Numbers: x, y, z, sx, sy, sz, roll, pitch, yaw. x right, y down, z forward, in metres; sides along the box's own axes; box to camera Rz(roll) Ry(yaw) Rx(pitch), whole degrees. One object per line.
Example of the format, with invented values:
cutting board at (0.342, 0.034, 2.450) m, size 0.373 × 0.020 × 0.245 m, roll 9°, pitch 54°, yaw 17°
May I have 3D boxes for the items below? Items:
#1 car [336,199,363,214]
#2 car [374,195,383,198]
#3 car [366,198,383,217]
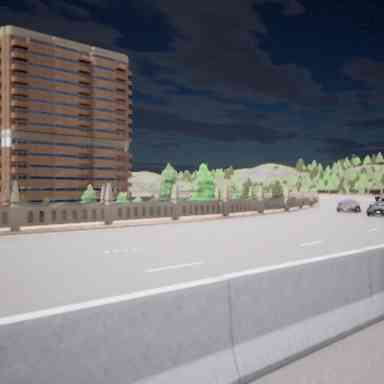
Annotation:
car at (16.695, 1.484, 35.305) m, size 1.812 × 1.442 × 4.674 m, roll 0°, pitch 0°, yaw 34°
car at (37.219, 1.253, 65.034) m, size 1.882 × 1.535 × 5.008 m, roll 0°, pitch 0°, yaw 12°
car at (17.087, 1.527, 29.930) m, size 1.994 × 1.385 × 4.181 m, roll 0°, pitch 0°, yaw 37°
